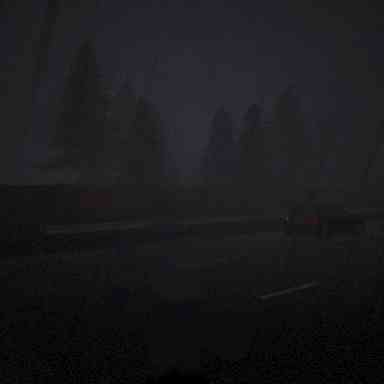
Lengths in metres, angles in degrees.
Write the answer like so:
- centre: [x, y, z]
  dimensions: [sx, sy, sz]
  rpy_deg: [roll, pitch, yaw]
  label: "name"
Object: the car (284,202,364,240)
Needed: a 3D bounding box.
- centre: [6.925, 1.367, 17.280]
  dimensions: [4.553, 1.767, 2.097]
  rpy_deg: [0, 0, -36]
  label: "car"
